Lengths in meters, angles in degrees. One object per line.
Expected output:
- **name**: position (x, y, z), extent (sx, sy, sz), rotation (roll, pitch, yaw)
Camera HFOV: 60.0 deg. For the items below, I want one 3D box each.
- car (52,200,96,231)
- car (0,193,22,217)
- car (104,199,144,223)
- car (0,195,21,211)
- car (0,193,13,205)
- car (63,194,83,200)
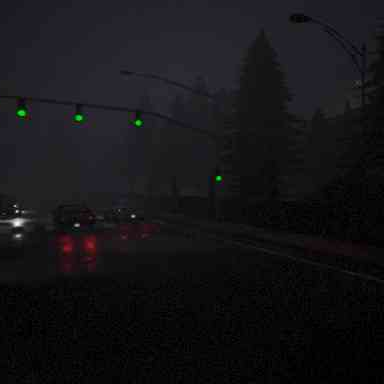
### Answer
- **car**: position (-6.751, 1.340, 18.647), extent (1.895, 1.301, 4.718), rotation (-1, 1, -26)
- **car**: position (-14.793, 1.023, 26.582), extent (2.097, 1.767, 4.553), rotation (-1, 1, -26)
- **car**: position (-4.579, 1.200, 22.137), extent (1.812, 1.442, 4.674), rotation (-1, 1, -26)
- **car**: position (-18.849, 1.103, 34.596), extent (1.812, 1.442, 4.674), rotation (-1, 1, -27)
- **car**: position (-26.272, 0.963, 45.566), extent (1.837, 1.490, 4.892), rotation (-1, 2, -42)
- **car**: position (-15.162, 0.962, 42.520), extent (1.812, 1.442, 4.674), rotation (-1, 1, -31)
